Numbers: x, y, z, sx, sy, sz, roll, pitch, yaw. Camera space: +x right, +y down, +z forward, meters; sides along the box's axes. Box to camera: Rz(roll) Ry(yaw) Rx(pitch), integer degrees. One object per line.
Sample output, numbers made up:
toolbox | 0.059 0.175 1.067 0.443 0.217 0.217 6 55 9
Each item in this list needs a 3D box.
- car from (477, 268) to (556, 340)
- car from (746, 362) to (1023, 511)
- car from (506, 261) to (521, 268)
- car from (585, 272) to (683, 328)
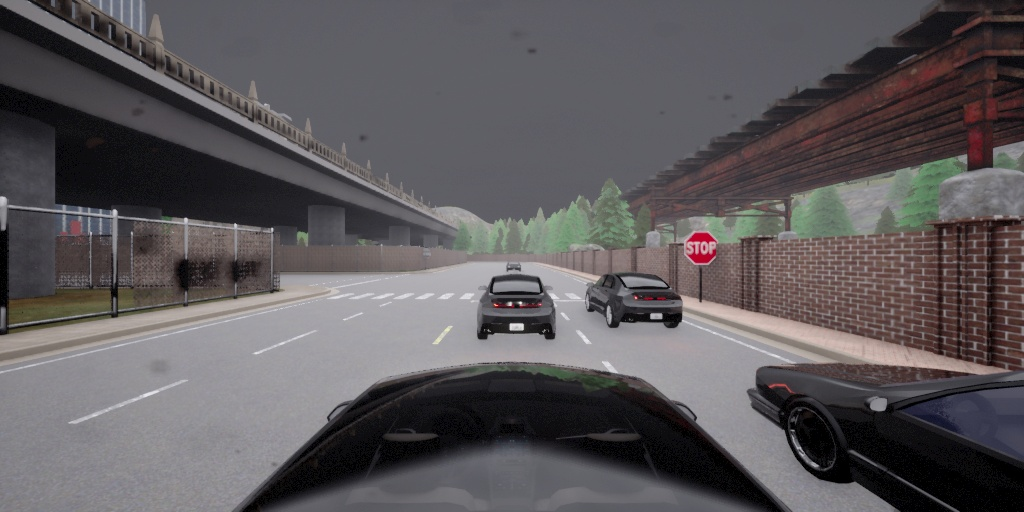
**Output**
car | 0.103 1.255 9.998 1.837 1.490 4.892 0 0 0
car | 3.600 1.297 1.609 2.033 1.411 5.357 0 0 0
car | 0.209 1.351 46.282 1.895 1.301 4.718 0 0 -1
car | 3.606 1.255 11.355 1.837 1.490 4.892 0 0 0
